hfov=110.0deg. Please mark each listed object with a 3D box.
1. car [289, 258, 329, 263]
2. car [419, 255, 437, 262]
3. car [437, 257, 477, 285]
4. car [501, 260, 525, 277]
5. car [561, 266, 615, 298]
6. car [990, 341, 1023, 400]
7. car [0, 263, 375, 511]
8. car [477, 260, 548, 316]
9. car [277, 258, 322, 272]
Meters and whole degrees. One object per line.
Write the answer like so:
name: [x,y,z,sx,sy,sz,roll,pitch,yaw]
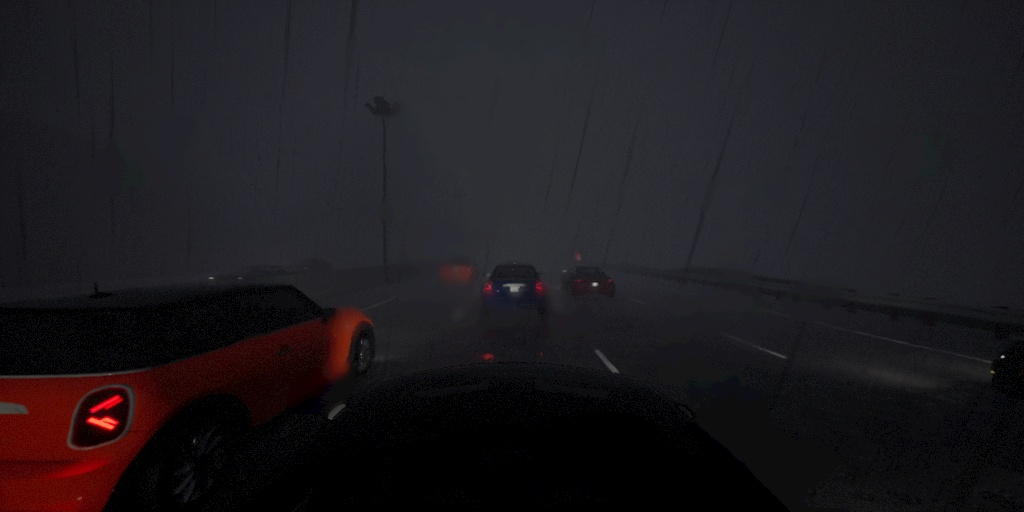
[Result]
car: [-17.608,1.008,31.372,2.128,1.511,4.902,0,0,0]
car: [-14.063,0.866,61.926,1.895,1.301,4.718,0,0,1]
car: [-3.414,0.919,24.346,2.097,1.767,4.553,0,0,0]
car: [0.082,1.068,31.874,1.994,1.385,4.181,0,0,0]
car: [3.590,1.184,17.518,1.994,1.385,4.181,0,0,0]
car: [7.084,1.245,2.520,1.837,1.490,4.892,0,0,0]
car: [-3.415,1.082,4.376,2.097,1.767,4.553,0,0,0]
car: [0.091,1.010,12.995,2.097,1.767,4.553,0,0,0]
car: [-24.602,0.981,41.747,2.033,1.411,5.357,0,0,0]
